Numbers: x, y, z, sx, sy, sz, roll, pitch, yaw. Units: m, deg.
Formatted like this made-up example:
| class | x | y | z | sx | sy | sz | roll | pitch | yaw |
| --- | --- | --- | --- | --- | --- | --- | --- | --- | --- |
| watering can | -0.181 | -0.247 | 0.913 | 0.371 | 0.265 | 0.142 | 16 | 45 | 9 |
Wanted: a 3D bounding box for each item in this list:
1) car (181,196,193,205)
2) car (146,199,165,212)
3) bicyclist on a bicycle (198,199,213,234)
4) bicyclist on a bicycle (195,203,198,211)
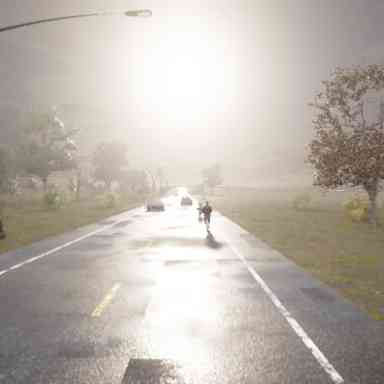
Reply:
| class | x | y | z | sx | sy | sz | roll | pitch | yaw |
| --- | --- | --- | --- | --- | --- | --- | --- | --- | --- |
| car | -0.924 | 1.536 | 56.266 | 1.994 | 1.385 | 4.181 | 0 | 0 | -1 |
| car | -4.148 | 1.548 | 38.750 | 1.994 | 1.385 | 4.181 | 0 | 0 | -1 |
| bicyclist on a bicycle | 0.826 | 1.363 | 18.130 | 0.659 | 1.776 | 1.843 | 0 | 0 | -1 |
| bicyclist on a bicycle | 0.682 | 1.425 | 28.282 | 0.866 | 1.612 | 1.509 | 0 | 0 | -1 |
